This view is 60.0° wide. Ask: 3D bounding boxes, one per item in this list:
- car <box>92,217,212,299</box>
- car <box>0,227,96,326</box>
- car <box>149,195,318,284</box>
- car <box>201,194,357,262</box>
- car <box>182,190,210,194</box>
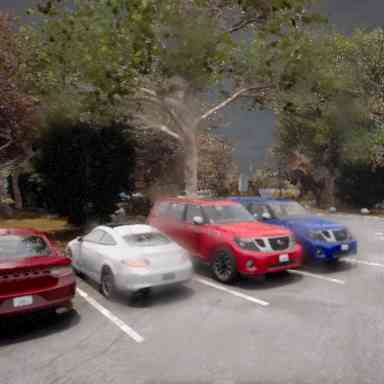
[{"bbox_3d":[-1.789,1.517,8.527,2.002,1.452,4.674,0,0,-35],"label":"car"},{"bbox_3d":[-3.954,1.479,6.981,2.097,1.535,5.008,0,0,-35],"label":"car"},{"bbox_3d":[0.595,1.227,10.193,2.435,2.045,5.566,0,0,-35],"label":"car"},{"bbox_3d":[2.762,1.229,11.738,2.435,2.045,5.566,0,0,-35],"label":"car"},{"bbox_3d":[0.041,0.778,38.450,2.150,2.045,5.566,-4,3,-34],"label":"car"}]
